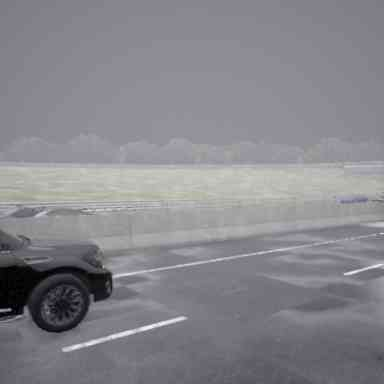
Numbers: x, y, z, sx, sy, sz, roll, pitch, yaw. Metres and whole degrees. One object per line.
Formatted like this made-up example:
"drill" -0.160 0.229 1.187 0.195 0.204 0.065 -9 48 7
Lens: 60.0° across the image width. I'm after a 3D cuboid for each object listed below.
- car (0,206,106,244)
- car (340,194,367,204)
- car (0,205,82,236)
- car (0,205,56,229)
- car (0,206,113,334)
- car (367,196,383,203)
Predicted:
"car" -6.798 1.518 16.339 4.674 1.442 1.812 0 0 -36
"car" 22.372 1.051 45.715 5.008 1.535 1.882 -2 1 -35
"car" -9.265 1.541 18.879 5.357 1.411 2.033 0 0 -35
"car" -11.541 1.595 21.556 4.718 1.301 1.895 0 0 -36
"car" -4.095 1.221 5.123 5.566 2.045 2.150 0 0 -35
"car" 25.439 1.144 43.599 4.718 1.301 1.895 -2 1 -35
